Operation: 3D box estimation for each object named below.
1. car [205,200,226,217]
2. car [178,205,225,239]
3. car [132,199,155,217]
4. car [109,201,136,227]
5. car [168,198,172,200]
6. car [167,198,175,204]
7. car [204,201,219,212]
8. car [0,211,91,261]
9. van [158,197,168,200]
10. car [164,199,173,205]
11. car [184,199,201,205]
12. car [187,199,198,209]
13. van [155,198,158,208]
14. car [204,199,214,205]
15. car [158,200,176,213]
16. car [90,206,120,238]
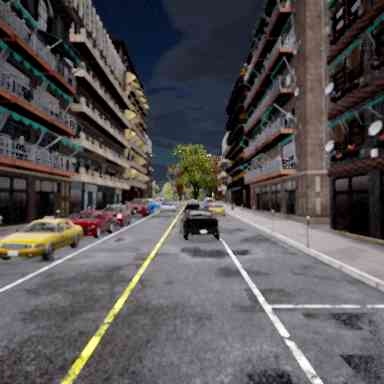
[{"bbox_3d":[2.702,1.872,35.915,1.752,1.417,4.829,1,-1,0],"label":"car"},{"bbox_3d":[0.369,1.682,18.391,1.837,1.490,4.892,0,-1,-5],"label":"car"},{"bbox_3d":[-5.676,1.660,35.786,2.192,1.841,5.009,1,-1,0],"label":"car"},{"bbox_3d":[-5.677,1.675,24.462,1.967,1.590,4.097,1,-1,0],"label":"car"},{"bbox_3d":[-5.677,1.940,64.092,2.192,1.841,5.009,1,-1,0],"label":"car"},{"bbox_3d":[-5.775,2.465,92.393,2.008,1.369,4.403,1,-1,0],"label":"car"},{"bbox_3d":[2.708,2.022,47.068,1.947,1.339,4.313,1,-1,0],"label":"car"},{"bbox_3d":[-5.679,1.650,12.968,1.752,1.417,4.829,1,-1,0],"label":"car"},{"bbox_3d":[-5.677,1.909,58.430,1.690,1.788,3.998,1,-1,0],"label":"van"},{"bbox_3d":[-5.682,2.348,81.074,2.008,1.369,4.403,1,-1,0],"label":"car"},{"bbox_3d":[0.099,1.903,41.262,1.837,1.490,4.892,0,-1,0],"label":"car"},{"bbox_3d":[0.097,2.049,58.748,1.882,1.535,5.008,0,-1,0],"label":"car"},{"bbox_3d":[-5.676,1.742,41.446,1.690,1.788,3.998,1,-1,0],"label":"van"},{"bbox_3d":[2.704,1.946,41.406,1.887,1.381,4.507,1,-1,0],"label":"car"},{"bbox_3d":[-3.089,2.021,43.452,1.895,1.301,4.718,0,-1,0],"label":"car"},{"bbox_3d":[-5.679,1.725,18.798,1.887,1.381,4.507,1,-1,0],"label":"car"}]
